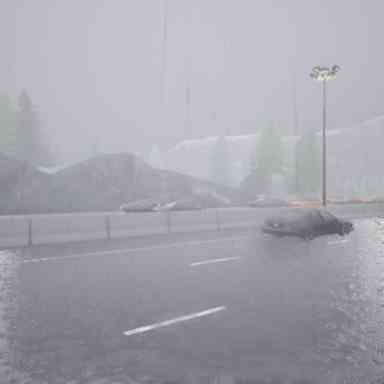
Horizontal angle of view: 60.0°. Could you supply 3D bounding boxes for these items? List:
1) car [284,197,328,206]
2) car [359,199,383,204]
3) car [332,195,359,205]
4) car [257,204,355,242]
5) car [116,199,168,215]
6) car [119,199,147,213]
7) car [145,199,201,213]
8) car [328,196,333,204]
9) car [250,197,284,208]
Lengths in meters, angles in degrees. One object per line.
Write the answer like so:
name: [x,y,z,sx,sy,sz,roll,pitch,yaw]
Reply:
car: [13.487,1.366,39.400,4.553,1.767,2.097,0,0,-35]
car: [27.225,1.624,49.153,4.718,1.301,1.895,0,0,-35]
car: [24.389,1.500,51.433,5.008,1.535,1.882,0,0,-35]
car: [5.852,1.553,16.519,5.357,1.411,2.033,0,0,-35]
car: [-5.146,1.497,34.715,4.902,1.511,2.128,0,0,-35]
car: [-4.019,1.606,31.220,4.718,1.301,1.895,0,0,-35]
car: [-1.367,1.532,28.813,4.674,1.442,1.812,0,0,-35]
car: [23.938,1.375,55.394,4.553,1.767,2.097,0,0,-35]
car: [10.089,1.561,41.281,5.357,1.411,2.033,0,0,-35]
